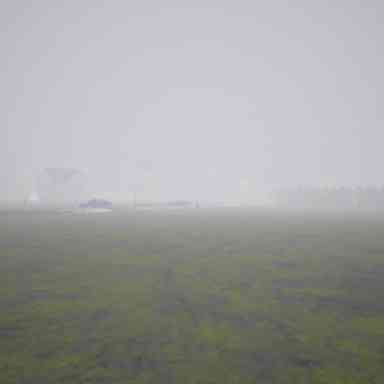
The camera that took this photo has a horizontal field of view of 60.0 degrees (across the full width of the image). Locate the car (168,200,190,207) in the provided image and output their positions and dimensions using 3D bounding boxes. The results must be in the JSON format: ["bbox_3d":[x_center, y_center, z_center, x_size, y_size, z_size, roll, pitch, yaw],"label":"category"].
[{"bbox_3d":[-2.408,2.059,61.585,1.895,1.301,4.718,1,0,35],"label":"car"}]

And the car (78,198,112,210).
[{"bbox_3d":[-13.375,1.645,46.251,1.882,1.535,5.008,1,0,35],"label":"car"}]
